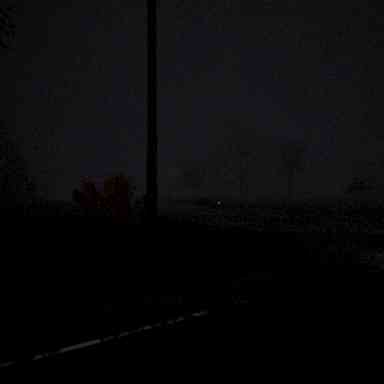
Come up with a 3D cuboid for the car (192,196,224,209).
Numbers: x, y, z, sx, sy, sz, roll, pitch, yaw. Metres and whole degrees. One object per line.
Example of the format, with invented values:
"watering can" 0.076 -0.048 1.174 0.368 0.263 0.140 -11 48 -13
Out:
"car" 1.852 1.182 38.841 1.994 1.385 4.181 -1 1 -35
